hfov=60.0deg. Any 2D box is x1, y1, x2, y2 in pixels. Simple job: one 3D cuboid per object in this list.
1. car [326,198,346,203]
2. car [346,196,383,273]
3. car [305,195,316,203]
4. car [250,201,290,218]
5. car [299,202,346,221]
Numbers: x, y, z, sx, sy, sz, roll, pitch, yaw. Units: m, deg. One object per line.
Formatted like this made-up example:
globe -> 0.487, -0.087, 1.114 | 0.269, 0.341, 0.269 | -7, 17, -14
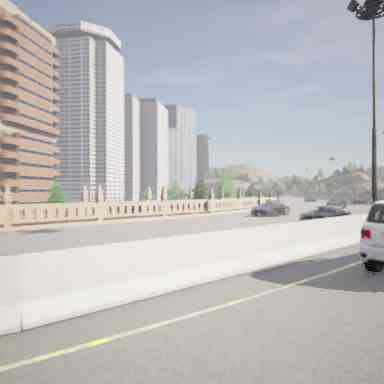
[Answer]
car -> 17.073, 1.474, 39.224 | 2.128, 1.511, 4.902 | 0, 0, 30
car -> 6.813, 1.207, 9.608 | 5.566, 2.045, 2.150 | 0, 0, -42
car -> 24.376, 1.475, 68.493 | 1.837, 1.490, 4.892 | 0, 0, 12
car -> 7.430, 1.560, 31.024 | 2.033, 1.411, 5.357 | 0, 0, 38
car -> 8.824, 1.594, 21.820 | 1.895, 1.301, 4.718 | 0, 0, 41
